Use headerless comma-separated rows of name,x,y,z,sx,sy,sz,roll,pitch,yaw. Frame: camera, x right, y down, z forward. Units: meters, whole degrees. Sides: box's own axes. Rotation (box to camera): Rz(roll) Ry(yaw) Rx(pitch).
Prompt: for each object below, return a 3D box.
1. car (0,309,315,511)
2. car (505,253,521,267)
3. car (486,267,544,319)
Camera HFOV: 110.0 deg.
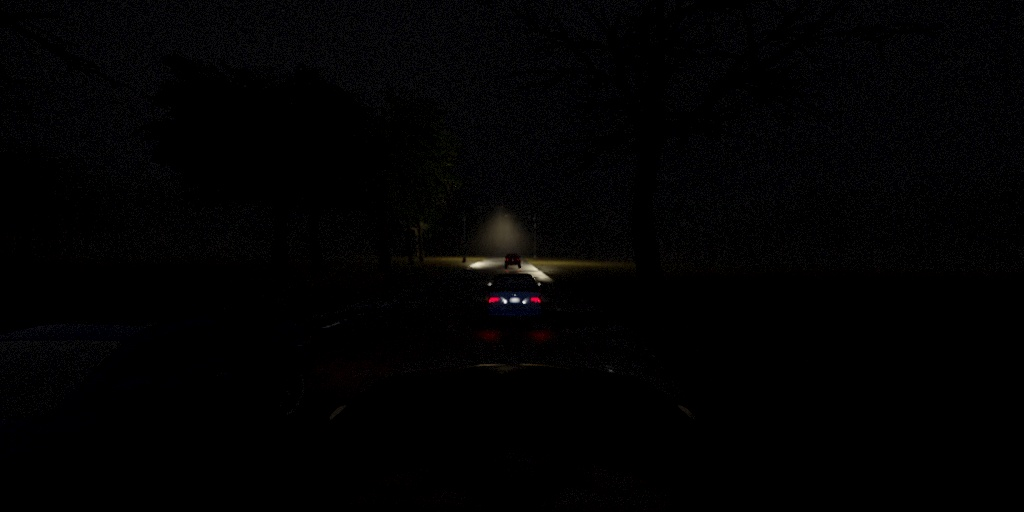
car,-3.592,1.282,3.113,1.812,1.442,4.674,0,0,0
car,0.123,0.598,51.342,2.150,2.045,5.566,0,1,0
car,0.091,1.316,12.868,2.033,1.411,5.357,0,0,0
